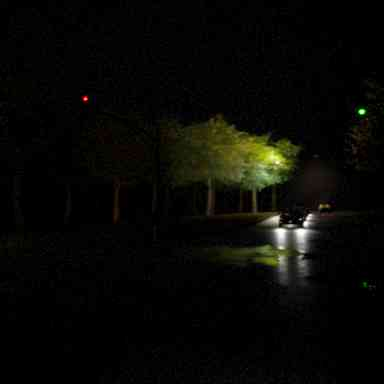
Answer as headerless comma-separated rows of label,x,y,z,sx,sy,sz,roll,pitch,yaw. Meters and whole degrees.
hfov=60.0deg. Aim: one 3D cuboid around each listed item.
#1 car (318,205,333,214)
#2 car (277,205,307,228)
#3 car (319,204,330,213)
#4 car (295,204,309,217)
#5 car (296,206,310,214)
car,22.109,2.917,54.903,1.895,1.301,4.718,-1,-2,20
car,8.281,2.079,27.600,1.837,1.490,4.892,-1,-2,20
car,25.570,3.166,64.380,1.882,1.535,5.008,-1,-3,20
car,11.375,2.303,36.045,1.812,1.442,4.674,-1,-2,20
car,18.036,2.888,54.013,1.895,1.301,4.718,-1,-2,20
